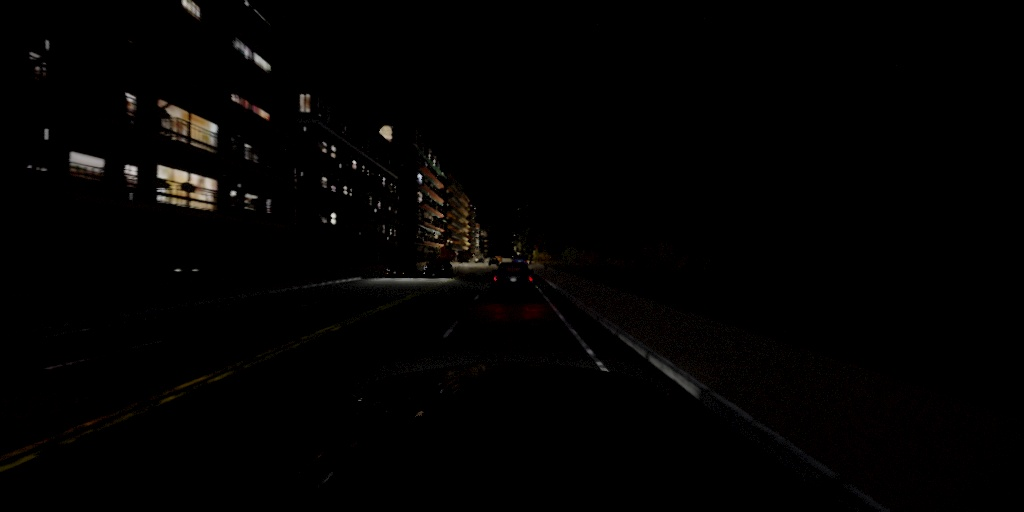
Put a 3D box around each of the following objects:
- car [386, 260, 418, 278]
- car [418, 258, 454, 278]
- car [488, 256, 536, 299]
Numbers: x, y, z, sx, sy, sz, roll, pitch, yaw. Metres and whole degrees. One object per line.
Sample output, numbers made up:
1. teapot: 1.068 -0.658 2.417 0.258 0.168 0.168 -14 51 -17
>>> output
1. car: -9.920 1.162 32.744 1.837 1.490 4.892 0 0 0
2. car: -6.670 1.012 32.610 2.097 1.767 4.553 0 0 0
3. car: 0.050 1.059 18.082 2.097 1.767 4.553 0 0 0
